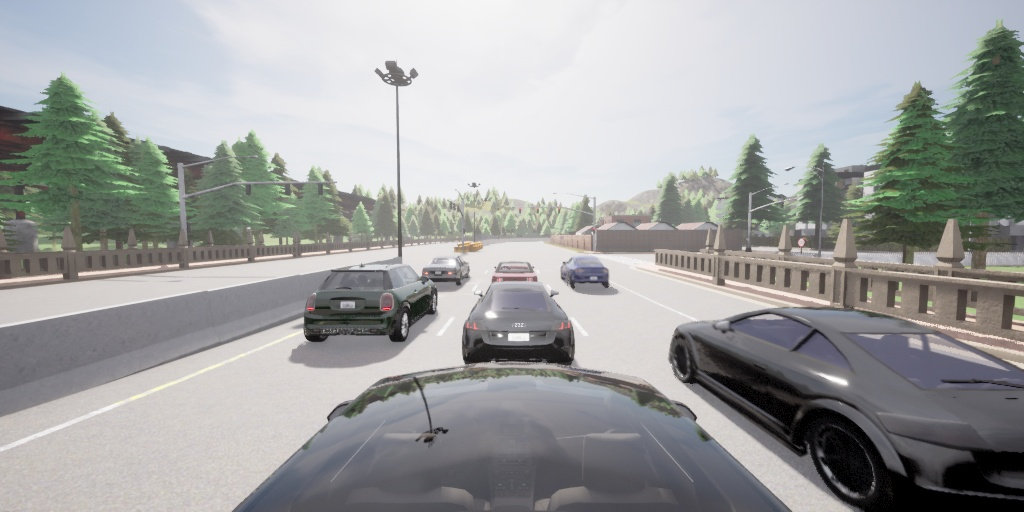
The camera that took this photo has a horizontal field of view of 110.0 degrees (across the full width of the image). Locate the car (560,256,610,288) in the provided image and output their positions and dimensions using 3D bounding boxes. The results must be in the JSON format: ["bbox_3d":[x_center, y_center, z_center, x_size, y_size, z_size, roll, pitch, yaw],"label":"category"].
[{"bbox_3d":[3.609,0.696,18.150,1.812,1.442,4.674,0,3,0],"label":"car"}]

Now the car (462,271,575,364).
[{"bbox_3d":[0.105,1.223,7.782,1.994,1.385,4.181,0,2,0],"label":"car"}]

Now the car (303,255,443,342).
[{"bbox_3d":[-3.396,0.958,9.538,2.097,1.767,4.553,0,2,0],"label":"car"}]

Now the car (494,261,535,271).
[{"bbox_3d":[0.108,0.861,16.544,1.895,1.301,4.718,0,3,0],"label":"car"}]

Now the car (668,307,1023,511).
[{"bbox_3d":[3.602,1.296,4.300,1.994,1.385,4.181,0,1,0],"label":"car"}]

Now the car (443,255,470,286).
[{"bbox_3d":[-3.390,0.671,18.960,2.033,1.411,5.357,0,3,0],"label":"car"}]
